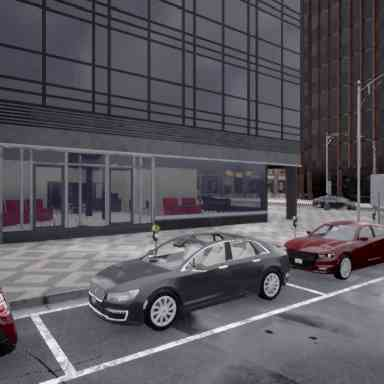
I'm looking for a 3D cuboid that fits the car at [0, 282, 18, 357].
[{"bbox_3d":[-4.284,1.440,3.593,4.097,1.590,1.967,0,0,-36],"label":"car"}]

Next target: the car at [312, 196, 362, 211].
[{"bbox_3d":[14.807,1.153,34.120,1.837,1.490,4.892,0,1,-36],"label":"car"}]

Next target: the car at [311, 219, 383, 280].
[{"bbox_3d":[4.594,1.545,9.940,4.507,1.381,1.887,0,0,-36],"label":"car"}]

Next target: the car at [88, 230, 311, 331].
[{"bbox_3d":[0.155,1.551,6.767,4.403,1.369,2.008,0,0,-36],"label":"car"}]
